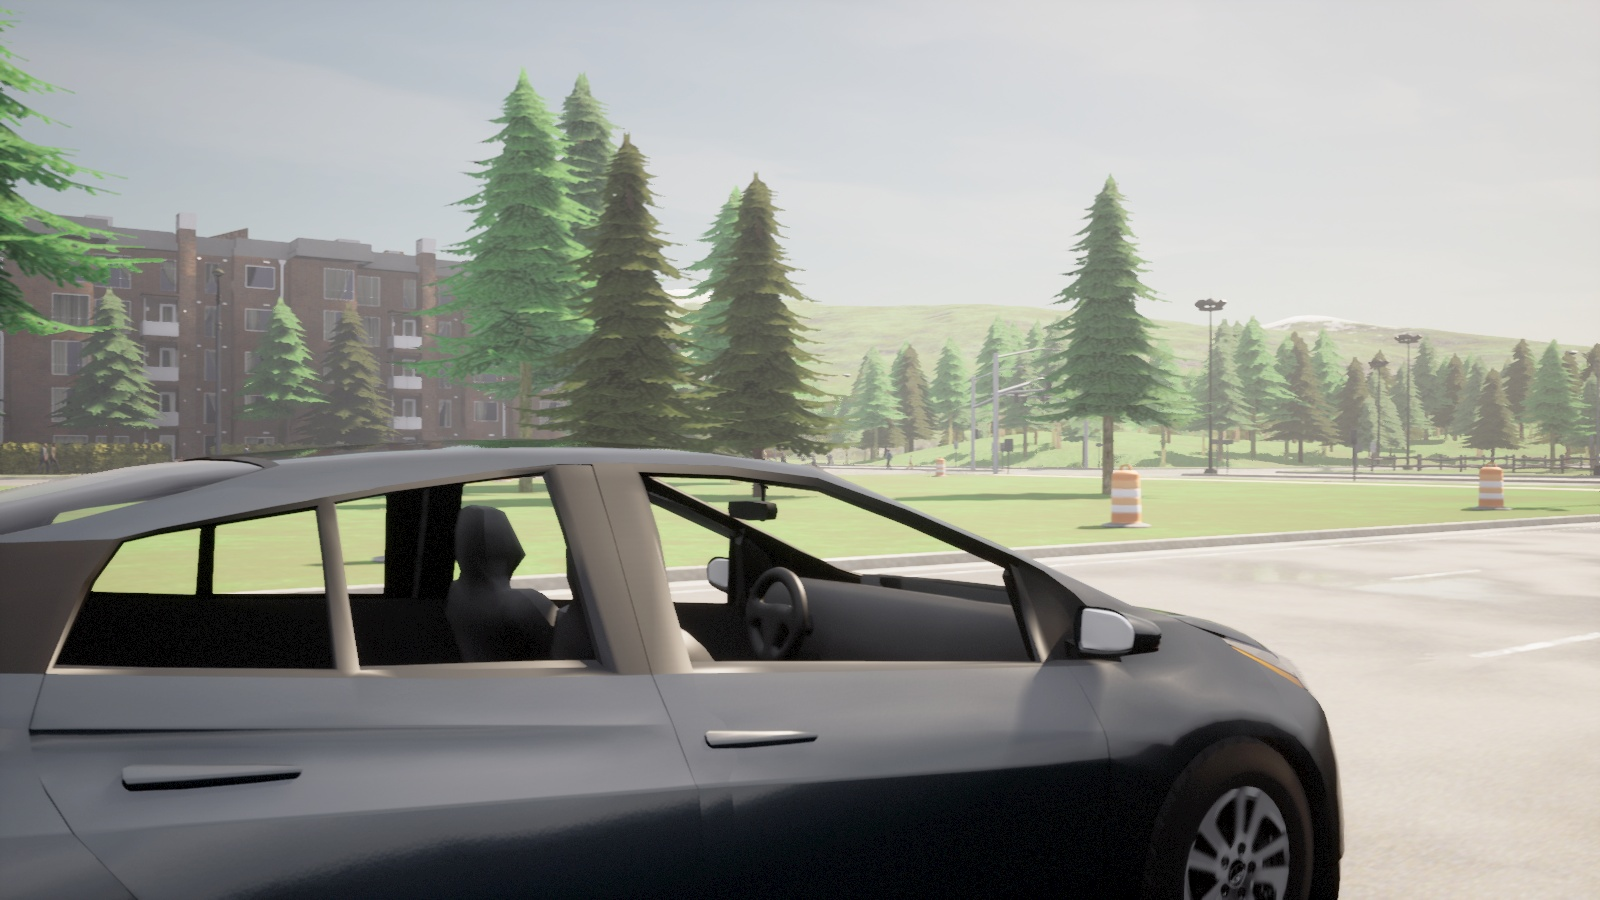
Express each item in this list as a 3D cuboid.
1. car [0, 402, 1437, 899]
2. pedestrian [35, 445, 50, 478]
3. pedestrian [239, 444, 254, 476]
[{"bbox_3d":[-0.520,0.701,3.297,4.514,1.525,2.007,0,0,-35],"label":"car"},{"bbox_3d":[-42.724,0.638,70.812,0.694,1.848,0.540,0,0,-35],"label":"pedestrian"},{"bbox_3d":[-33.923,0.634,76.925,0.788,1.949,0.423,0,0,-34],"label":"pedestrian"}]
